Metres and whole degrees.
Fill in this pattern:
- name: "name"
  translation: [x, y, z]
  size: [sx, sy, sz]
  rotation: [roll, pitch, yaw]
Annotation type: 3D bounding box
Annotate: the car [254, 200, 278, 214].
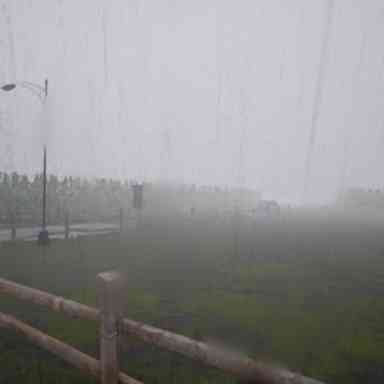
- name: "car"
  translation: [11.587, 2.277, 51.545]
  size: [2.150, 2.045, 5.566]
  rotation: [0, -2, 36]
